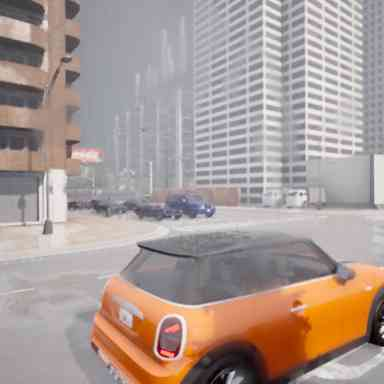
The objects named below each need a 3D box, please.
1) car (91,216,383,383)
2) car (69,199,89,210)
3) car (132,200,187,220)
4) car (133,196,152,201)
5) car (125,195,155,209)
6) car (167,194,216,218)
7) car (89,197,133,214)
[{"bbox_3d":[1.034,1.329,4.754,4.553,1.767,2.097,0,0,-35],"label":"car"},{"bbox_3d":[-14.433,1.547,42.638,1.994,1.385,4.181,0,0,-36],"label":"car"},{"bbox_3d":[-2.728,1.574,26.925,1.895,1.301,4.718,0,0,-37],"label":"car"},{"bbox_3d":[-6.061,1.459,37.232,1.837,1.490,4.892,0,0,-37],"label":"car"},{"bbox_3d":[-7.022,1.285,44.688,2.097,1.767,4.553,0,0,-37],"label":"car"},{"bbox_3d":[-0.275,1.171,29.486,2.150,2.045,5.566,0,0,-37],"label":"car"},{"bbox_3d":[-8.502,1.525,34.650,2.033,1.411,5.357,0,0,-37],"label":"car"}]
